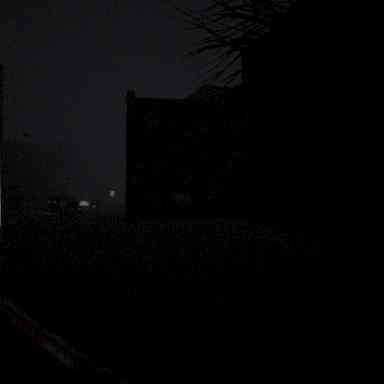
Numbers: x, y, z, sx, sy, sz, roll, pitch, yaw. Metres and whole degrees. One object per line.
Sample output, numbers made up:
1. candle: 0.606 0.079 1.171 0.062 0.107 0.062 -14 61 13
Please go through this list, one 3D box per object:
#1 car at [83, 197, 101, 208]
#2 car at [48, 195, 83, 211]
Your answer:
1. car: -16.522 1.777 53.217 1.812 1.442 4.674 1 0 2
2. car: -16.750 1.399 43.498 2.150 2.045 5.566 1 0 2
